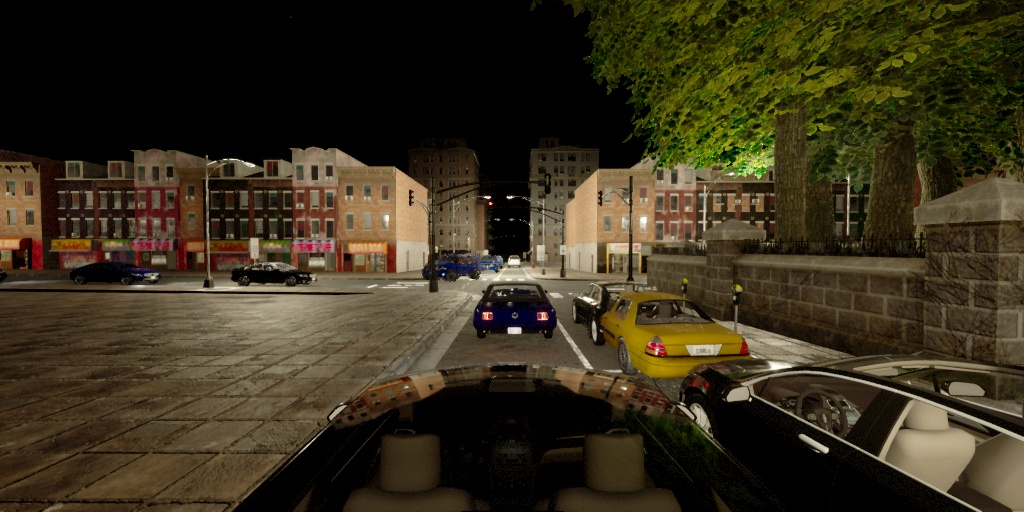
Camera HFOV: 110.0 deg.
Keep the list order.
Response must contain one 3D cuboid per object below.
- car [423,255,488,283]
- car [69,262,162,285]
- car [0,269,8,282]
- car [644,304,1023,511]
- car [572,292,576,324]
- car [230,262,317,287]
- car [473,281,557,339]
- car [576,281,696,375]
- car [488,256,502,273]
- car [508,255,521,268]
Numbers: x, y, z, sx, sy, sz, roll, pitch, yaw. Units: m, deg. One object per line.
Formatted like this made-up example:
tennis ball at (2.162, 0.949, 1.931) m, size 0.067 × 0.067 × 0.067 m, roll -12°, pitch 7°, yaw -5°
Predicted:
car at (-4.484, 0.925, 27.968) m, size 2.150 × 2.045 × 5.566 m, roll 1°, pitch -1°, yaw 27°
car at (-25.130, 1.082, 22.772) m, size 4.674 × 1.442 × 1.812 m, roll 1°, pitch 1°, yaw 0°
car at (-35.273, 0.968, 22.805) m, size 4.674 × 1.442 × 1.812 m, roll 1°, pitch 1°, yaw 1°
car at (2.637, 1.300, 2.146) m, size 2.007 × 1.370 × 4.403 m, roll 0°, pitch 0°, yaw 0°
car at (2.662, 1.298, 9.281) m, size 2.007 × 1.370 × 4.403 m, roll 0°, pitch 0°, yaw 0°
car at (-15.025, 1.159, 22.748) m, size 4.902 × 1.511 × 2.128 m, roll 1°, pitch 1°, yaw 0°
car at (0.076, 1.348, 10.086) m, size 1.895 × 1.301 × 4.718 m, roll 0°, pitch 0°, yaw 0°
car at (2.687, 1.273, 7.307) m, size 1.751 × 1.417 × 4.829 m, roll 0°, pitch 0°, yaw 0°
car at (-2.695, 0.977, 43.187) m, size 2.150 × 2.045 × 5.566 m, roll 0°, pitch 1°, yaw 1°
car at (0.409, 1.006, 63.754) m, size 2.150 × 2.045 × 5.566 m, roll 0°, pitch 0°, yaw 0°
